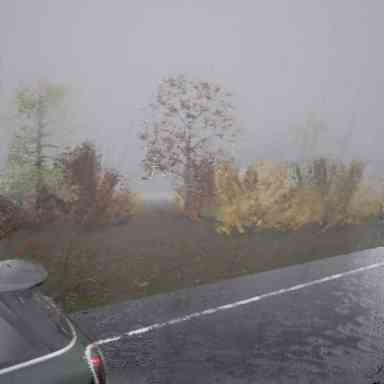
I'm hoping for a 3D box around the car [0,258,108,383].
[{"bbox_3d":[-2.792,1.371,1.820,4.553,1.767,2.097,0,0,-37],"label":"car"}]
